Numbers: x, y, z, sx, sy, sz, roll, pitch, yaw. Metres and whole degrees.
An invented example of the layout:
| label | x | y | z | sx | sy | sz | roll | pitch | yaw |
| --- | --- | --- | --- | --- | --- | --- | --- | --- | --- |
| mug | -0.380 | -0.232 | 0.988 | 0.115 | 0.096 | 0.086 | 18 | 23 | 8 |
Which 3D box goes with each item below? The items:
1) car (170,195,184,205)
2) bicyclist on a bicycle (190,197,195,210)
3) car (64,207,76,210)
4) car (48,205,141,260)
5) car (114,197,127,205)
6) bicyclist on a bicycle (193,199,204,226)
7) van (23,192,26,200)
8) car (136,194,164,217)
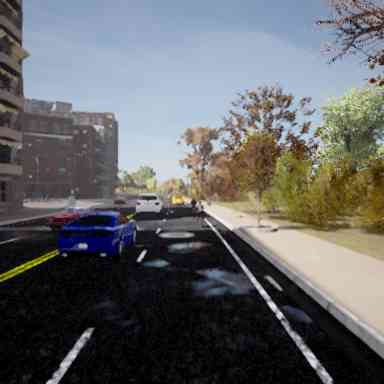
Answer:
| label | x | y | z | sx | sy | sz | roll | pitch | yaw |
| --- | --- | --- | --- | --- | --- | --- | --- | --- | --- |
| car | -2.364 | 1.353 | 56.910 | 1.882 | 1.535 | 5.008 | 0 | 0 | -5 |
| bicyclist on a bicycle | 0.141 | 1.306 | 30.880 | 0.659 | 1.776 | 1.843 | 0 | 0 | -3 |
| car | -6.941 | 1.565 | 20.103 | 1.895 | 1.301 | 4.718 | 0 | 0 | -2 |
| car | -3.303 | 1.454 | 12.408 | 1.882 | 1.535 | 5.008 | 0 | 0 | -1 |
| car | -12.194 | 1.489 | 56.650 | 1.895 | 1.301 | 4.718 | 0 | 0 | -7 |
| bicyclist on a bicycle | 0.529 | 1.409 | 20.949 | 0.582 | 1.620 | 1.656 | 0 | 0 | -2 |
| van | -34.149 | 0.788 | 64.161 | 3.998 | 1.788 | 1.690 | 1 | -1 | -34 |
| car | -3.920 | 1.160 | 31.179 | 2.150 | 2.045 | 5.566 | 0 | 0 | -3 |
